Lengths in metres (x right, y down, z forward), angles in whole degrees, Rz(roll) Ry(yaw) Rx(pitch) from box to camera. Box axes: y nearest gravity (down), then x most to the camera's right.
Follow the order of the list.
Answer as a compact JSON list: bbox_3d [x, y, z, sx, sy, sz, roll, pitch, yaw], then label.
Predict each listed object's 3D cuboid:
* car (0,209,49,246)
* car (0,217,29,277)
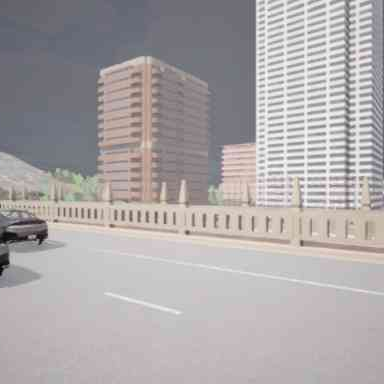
[{"bbox_3d":[-8.037,1.492,14.020,4.902,1.511,2.128,0,0,35],"label":"car"},{"bbox_3d":[-6.711,1.492,8.776,4.902,1.511,2.128,0,0,36],"label":"car"}]
